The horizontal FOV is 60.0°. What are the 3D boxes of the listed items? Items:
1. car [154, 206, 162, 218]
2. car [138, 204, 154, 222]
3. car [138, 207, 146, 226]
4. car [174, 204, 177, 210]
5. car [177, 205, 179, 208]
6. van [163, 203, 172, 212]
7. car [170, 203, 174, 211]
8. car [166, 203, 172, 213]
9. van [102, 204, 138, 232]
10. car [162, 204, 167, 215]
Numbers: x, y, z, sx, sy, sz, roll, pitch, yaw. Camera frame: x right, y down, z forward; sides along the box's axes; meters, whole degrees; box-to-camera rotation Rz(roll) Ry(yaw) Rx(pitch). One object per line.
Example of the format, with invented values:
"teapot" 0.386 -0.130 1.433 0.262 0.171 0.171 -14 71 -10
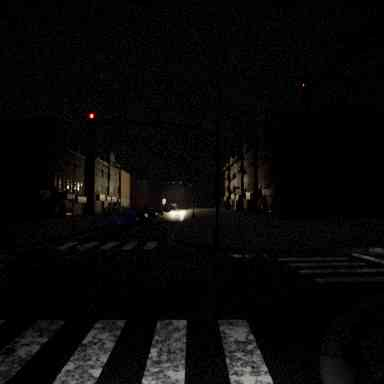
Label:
"car" -5.442 2.666 43.287 1.887 1.381 4.507 2 -2 0
"car" -5.409 2.120 32.718 2.192 1.841 5.009 2 -2 0
"car" -5.404 2.211 27.728 2.008 1.369 4.403 2 -2 0
"car" -5.548 4.086 85.586 2.008 1.369 4.403 1 -2 0
"car" -5.556 4.041 90.880 2.192 1.841 5.009 1 -2 0
"van" -5.517 3.501 75.019 1.690 1.788 3.998 1 -2 0
"car" -5.506 3.419 69.728 1.967 1.590 4.097 1 -2 0
"car" -5.495 3.344 64.438 1.887 1.381 4.507 1 -2 0
"van" -5.390 1.905 24.415 1.690 1.788 3.998 2 -2 0
"car" -5.470 3.035 53.862 1.802 1.307 4.206 2 -2 0
